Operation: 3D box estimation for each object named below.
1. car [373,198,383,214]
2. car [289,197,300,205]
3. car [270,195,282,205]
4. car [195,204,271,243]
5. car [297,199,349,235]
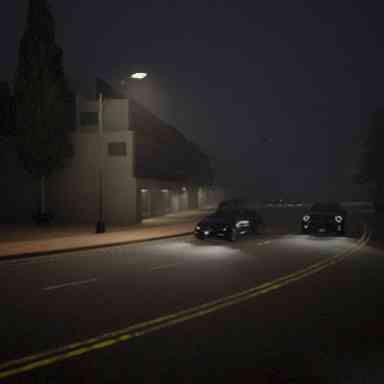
[{"bbox_3d":[20.570,1.347,34.701,2.097,1.767,4.553,0,0,13],"label":"car"},{"bbox_3d":[19.185,1.635,61.719,1.837,1.490,4.892,0,0,12],"label":"car"},{"bbox_3d":[15.716,1.450,62.248,2.097,1.767,4.553,0,0,12],"label":"car"},{"bbox_3d":[2.034,1.544,16.574,1.837,1.490,4.892,0,0,35],"label":"car"},{"bbox_3d":[7.632,1.369,18.891,2.097,1.767,4.553,0,0,28],"label":"car"}]
